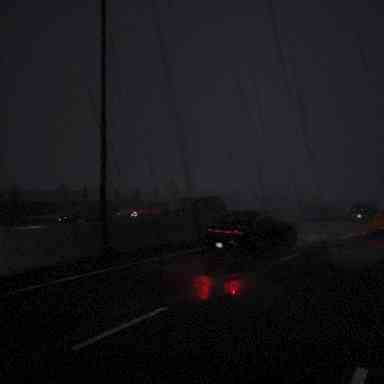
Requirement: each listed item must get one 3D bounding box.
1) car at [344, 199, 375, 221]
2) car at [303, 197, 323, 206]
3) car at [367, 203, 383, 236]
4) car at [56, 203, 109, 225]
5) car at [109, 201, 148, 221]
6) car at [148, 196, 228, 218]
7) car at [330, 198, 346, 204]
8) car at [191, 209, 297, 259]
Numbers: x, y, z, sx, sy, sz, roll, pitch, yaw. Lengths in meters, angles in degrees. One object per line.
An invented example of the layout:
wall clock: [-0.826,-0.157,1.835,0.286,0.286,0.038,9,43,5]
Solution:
car: [14.044,1.539,26.656,1.837,1.490,4.892,0,0,40]
car: [20.432,1.596,56.087,1.882,1.535,5.008,0,-1,41]
car: [11.070,1.497,17.711,1.882,1.535,5.008,0,0,40]
car: [-7.103,1.575,23.635,1.837,1.490,4.892,0,0,40]
car: [-3.027,1.413,23.049,2.097,1.767,4.553,0,0,40]
car: [0.151,1.272,21.398,2.150,2.045,5.566,0,0,40]
car: [24.847,1.710,55.858,2.033,1.411,5.357,0,-2,41]
car: [2.429,1.517,12.774,2.128,1.511,4.902,0,0,39]
